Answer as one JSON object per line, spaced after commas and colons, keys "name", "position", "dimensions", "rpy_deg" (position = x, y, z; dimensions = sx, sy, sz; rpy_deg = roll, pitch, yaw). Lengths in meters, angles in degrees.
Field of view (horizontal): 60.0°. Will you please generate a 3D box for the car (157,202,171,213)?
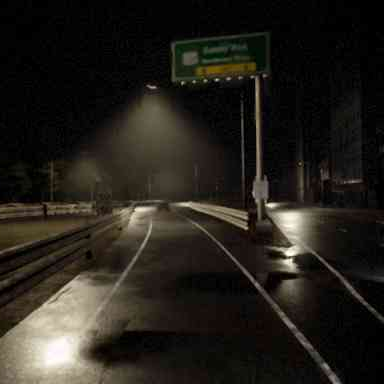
{"name": "car", "position": [-4.068, 2.166, 47.815], "dimensions": [1.837, 1.490, 4.892], "rpy_deg": [-1, 0, -4]}
